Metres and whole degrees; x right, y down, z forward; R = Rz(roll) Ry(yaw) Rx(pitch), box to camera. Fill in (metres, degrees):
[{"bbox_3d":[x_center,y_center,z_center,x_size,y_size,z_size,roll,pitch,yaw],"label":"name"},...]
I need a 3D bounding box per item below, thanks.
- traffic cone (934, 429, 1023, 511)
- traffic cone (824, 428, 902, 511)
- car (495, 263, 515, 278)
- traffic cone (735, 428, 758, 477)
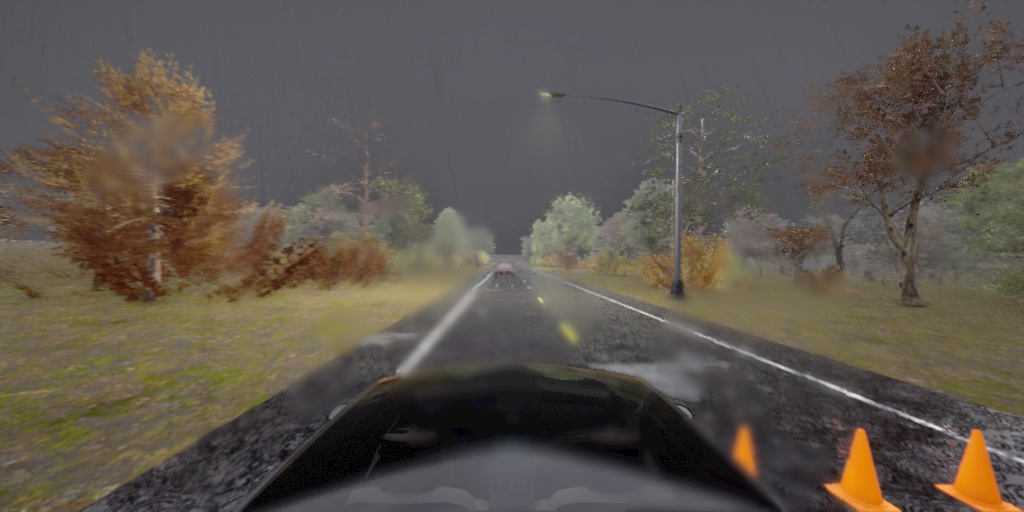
[{"bbox_3d":[3.939,1.770,3.041,0.340,0.580,0.340,0,0,-1],"label":"traffic cone"},{"bbox_3d":[2.940,1.756,3.021,0.340,0.580,0.340,0,0,-1],"label":"traffic cone"},{"bbox_3d":[-0.772,1.463,37.691,1.882,1.535,5.008,1,0,-1],"label":"car"},{"bbox_3d":[1.940,1.742,3.000,0.340,0.580,0.340,0,0,-1],"label":"traffic cone"}]
